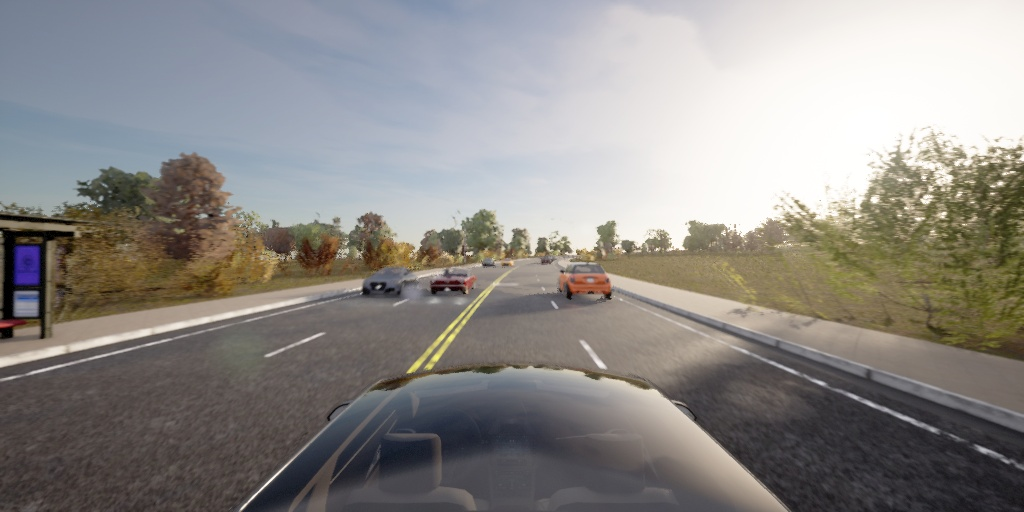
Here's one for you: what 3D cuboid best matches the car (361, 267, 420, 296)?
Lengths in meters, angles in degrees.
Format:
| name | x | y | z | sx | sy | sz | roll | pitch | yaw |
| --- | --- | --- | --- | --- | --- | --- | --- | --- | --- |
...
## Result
| name | x | y | z | sx | sy | sz | roll | pitch | yaw |
| --- | --- | --- | --- | --- | --- | --- | --- | --- | --- |
| car | -6.366 | 1.292 | 19.186 | 1.994 | 1.385 | 4.181 | 0 | 0 | 2 |

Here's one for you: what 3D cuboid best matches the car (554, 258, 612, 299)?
| name | x | y | z | sx | sy | sz | roll | pitch | yaw |
| --- | --- | --- | --- | --- | --- | --- | --- | --- | --- |
| car | 3.558 | 1.102 | 18.240 | 2.097 | 1.767 | 4.553 | 0 | 0 | 1 |

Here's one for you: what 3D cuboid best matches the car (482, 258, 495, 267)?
| name | x | y | z | sx | sy | sz | roll | pitch | yaw |
| --- | --- | --- | --- | --- | --- | --- | --- | --- | --- |
| car | -4.003 | 1.154 | 61.782 | 1.837 | 1.490 | 4.892 | 0 | 0 | 5 |

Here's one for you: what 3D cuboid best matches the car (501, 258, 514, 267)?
| name | x | y | z | sx | sy | sz | roll | pitch | yaw |
| --- | --- | --- | --- | --- | --- | --- | --- | --- | --- |
| car | -0.767 | 1.129 | 61.476 | 1.882 | 1.535 | 5.008 | 0 | 0 | 5 |

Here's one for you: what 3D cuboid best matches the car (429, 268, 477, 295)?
| name | x | y | z | sx | sy | sz | roll | pitch | yaw |
| --- | --- | --- | --- | --- | --- | --- | --- | --- | --- |
| car | -3.113 | 1.335 | 19.666 | 1.895 | 1.301 | 4.718 | 0 | 0 | 2 |
